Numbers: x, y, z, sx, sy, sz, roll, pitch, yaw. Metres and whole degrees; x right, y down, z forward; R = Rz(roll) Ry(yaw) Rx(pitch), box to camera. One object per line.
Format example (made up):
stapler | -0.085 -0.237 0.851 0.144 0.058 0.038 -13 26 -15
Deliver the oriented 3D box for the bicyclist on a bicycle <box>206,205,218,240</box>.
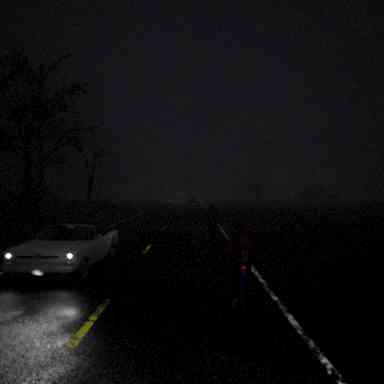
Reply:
bicyclist on a bicycle | 0.966 1.424 15.671 0.582 1.620 1.656 0 0 0

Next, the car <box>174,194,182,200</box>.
car | -3.489 1.351 83.111 1.812 1.442 4.674 0 0 0

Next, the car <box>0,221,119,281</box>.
car | -3.598 1.582 9.970 1.895 1.301 4.718 0 0 0

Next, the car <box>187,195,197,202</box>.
car | 0.010 1.402 73.731 1.994 1.385 4.181 0 0 0

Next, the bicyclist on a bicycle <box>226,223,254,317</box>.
bicyclist on a bicycle | 0.964 1.441 6.518 0.582 1.620 1.656 0 0 0

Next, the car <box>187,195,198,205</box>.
car | 0.108 1.433 57.297 2.033 1.411 5.357 0 0 0
